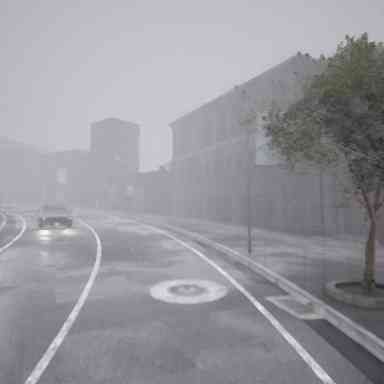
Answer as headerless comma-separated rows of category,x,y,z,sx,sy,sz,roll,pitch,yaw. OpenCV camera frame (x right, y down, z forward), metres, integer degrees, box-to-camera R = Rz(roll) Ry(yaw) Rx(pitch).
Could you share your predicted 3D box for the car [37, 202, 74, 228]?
car,-8.615,1.354,20.808,2.033,1.411,5.357,1,0,-26
